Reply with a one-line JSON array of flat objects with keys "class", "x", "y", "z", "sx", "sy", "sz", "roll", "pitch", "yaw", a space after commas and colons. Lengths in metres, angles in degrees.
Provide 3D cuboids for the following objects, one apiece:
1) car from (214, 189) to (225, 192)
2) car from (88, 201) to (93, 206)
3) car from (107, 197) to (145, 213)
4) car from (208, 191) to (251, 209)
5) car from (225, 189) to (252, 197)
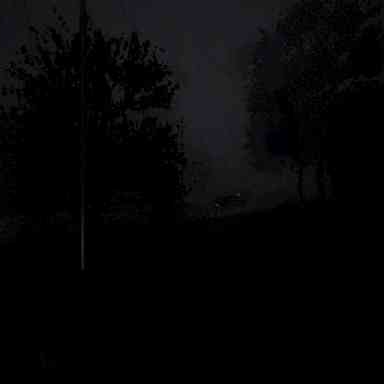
[{"class": "car", "x": 4.472, "y": 0.339, "z": 53.702, "sx": 1.812, "sy": 1.442, "sz": 4.674, "roll": 0, "pitch": 3, "yaw": 39}, {"class": "car", "x": -9.939, "y": 1.351, "z": 35.753, "sx": 1.994, "sy": 1.385, "sz": 4.181, "roll": 0, "pitch": 2, "yaw": 39}, {"class": "car", "x": -6.965, "y": 1.282, "z": 33.868, "sx": 1.837, "sy": 1.490, "sz": 4.892, "roll": 0, "pitch": 2, "yaw": 39}, {"class": "car", "x": 4.146, "y": 0.994, "z": 36.407, "sx": 1.837, "sy": 1.490, "sz": 4.892, "roll": 0, "pitch": 2, "yaw": 39}, {"class": "car", "x": 7.691, "y": 0.283, "z": 52.112, "sx": 1.837, "sy": 1.490, "sz": 4.892, "roll": 0, "pitch": 2, "yaw": 39}]
